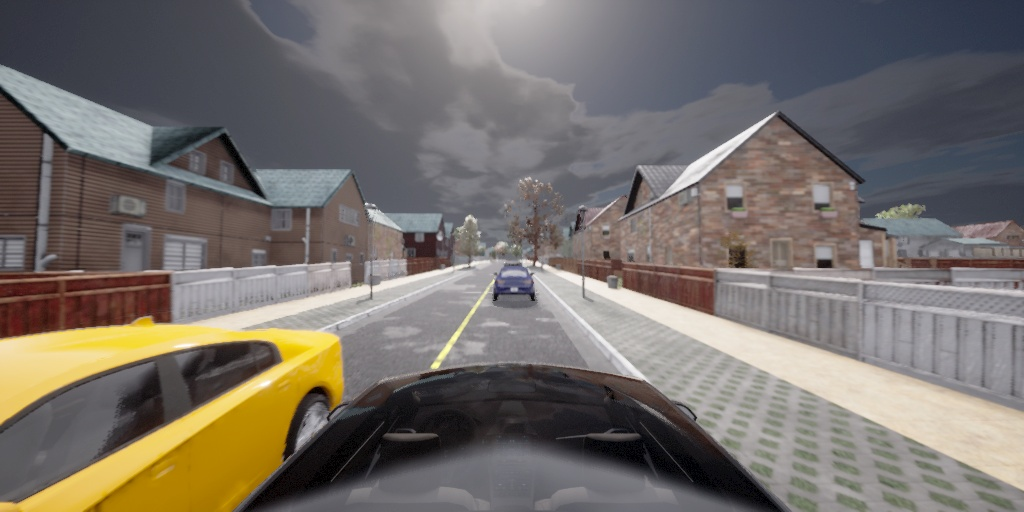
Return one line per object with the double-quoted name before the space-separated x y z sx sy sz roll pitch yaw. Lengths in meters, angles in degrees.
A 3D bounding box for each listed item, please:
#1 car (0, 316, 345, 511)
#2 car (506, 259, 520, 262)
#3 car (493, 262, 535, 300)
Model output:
"car" -2.749 1.227 1.850 1.882 1.535 5.008 0 0 0
"car" 0.098 1.084 36.125 1.837 1.490 4.892 0 0 0
"car" 0.095 1.194 16.967 1.812 1.442 4.674 0 0 0
